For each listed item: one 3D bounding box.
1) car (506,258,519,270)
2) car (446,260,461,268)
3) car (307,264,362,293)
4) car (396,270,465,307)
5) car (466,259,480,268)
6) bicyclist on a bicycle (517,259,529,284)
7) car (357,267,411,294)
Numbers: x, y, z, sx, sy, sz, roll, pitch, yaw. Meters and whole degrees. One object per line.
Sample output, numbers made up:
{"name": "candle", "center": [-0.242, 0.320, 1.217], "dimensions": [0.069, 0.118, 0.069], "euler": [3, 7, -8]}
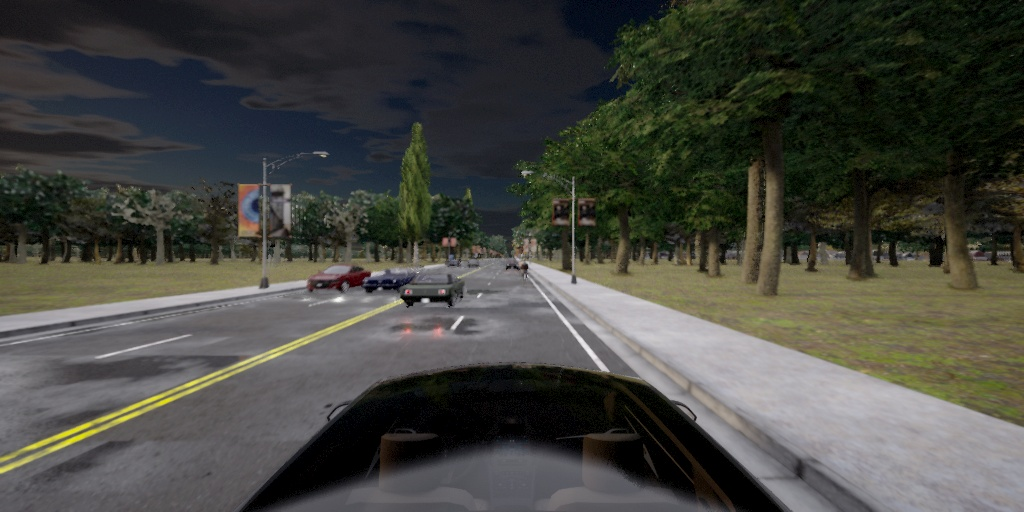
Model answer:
{"name": "car", "center": [0.063, 1.328, 52.969], "dimensions": [1.895, 1.301, 4.718], "euler": [0, 0, 0]}
{"name": "car", "center": [-9.805, 1.287, 60.787], "dimensions": [1.994, 1.385, 4.181], "euler": [0, 0, 1]}
{"name": "car", "center": [-9.852, 1.219, 20.831], "dimensions": [1.882, 1.535, 5.008], "euler": [0, 0, 0]}
{"name": "car", "center": [-3.153, 1.345, 15.303], "dimensions": [1.895, 1.301, 4.718], "euler": [0, 0, 0]}
{"name": "car", "center": [-6.553, 1.226, 60.753], "dimensions": [1.837, 1.490, 4.892], "euler": [0, 0, 1]}
{"name": "bicyclist on a bicycle", "center": [0.889, 1.110, 24.888], "dimensions": [0.659, 1.776, 1.843], "euler": [0, 0, 0]}
{"name": "car", "center": [-6.604, 1.343, 20.129], "dimensions": [1.895, 1.301, 4.718], "euler": [0, 0, 0]}
